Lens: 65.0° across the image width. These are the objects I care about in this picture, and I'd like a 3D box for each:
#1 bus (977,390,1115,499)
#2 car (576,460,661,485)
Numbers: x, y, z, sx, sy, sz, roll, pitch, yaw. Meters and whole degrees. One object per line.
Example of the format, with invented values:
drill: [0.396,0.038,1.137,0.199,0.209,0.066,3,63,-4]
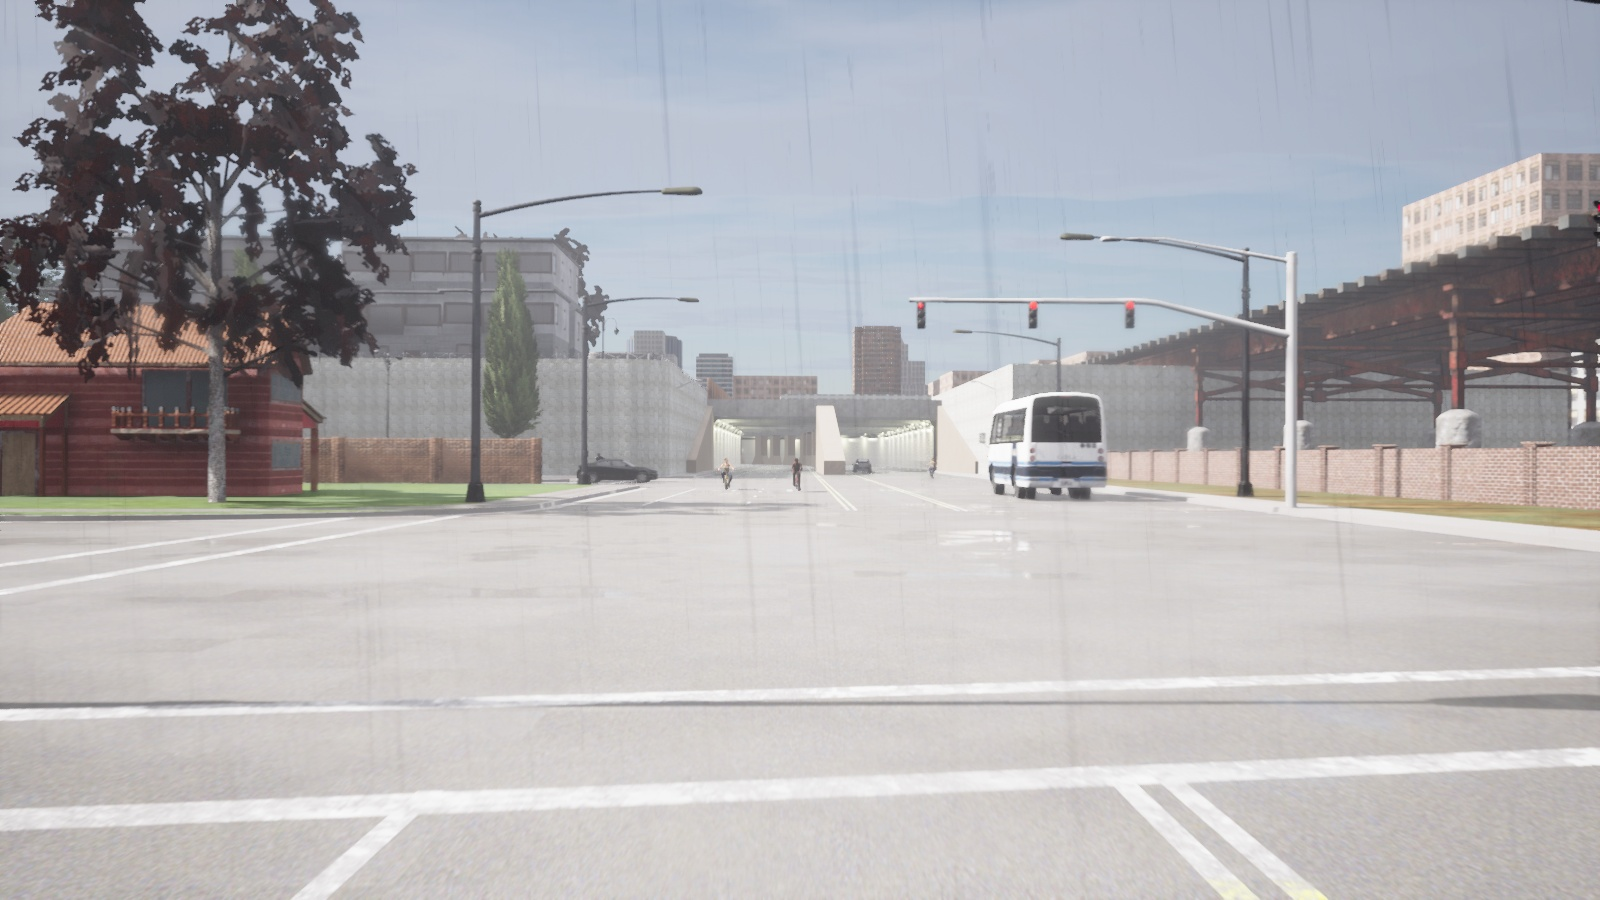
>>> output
bus: [10.369,-0.181,54.449,3.944,4.253,10.273,0,0,0]
car: [-11.258,1.387,78.182,5.008,1.535,1.882,0,0,-1]
